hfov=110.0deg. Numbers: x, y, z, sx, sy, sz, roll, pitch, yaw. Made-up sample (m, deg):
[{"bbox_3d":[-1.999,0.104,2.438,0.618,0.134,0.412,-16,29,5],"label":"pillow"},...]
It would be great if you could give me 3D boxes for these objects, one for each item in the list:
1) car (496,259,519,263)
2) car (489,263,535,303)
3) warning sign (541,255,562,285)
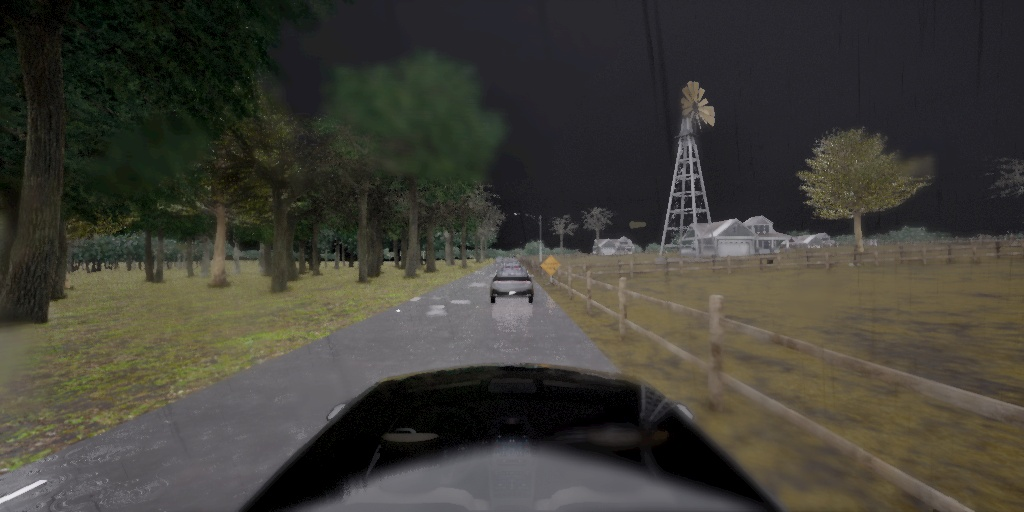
[{"bbox_3d":[0.000,1.239,31.500,2.128,1.511,4.902,0,0,0],"label":"car"},{"bbox_3d":[0.000,1.248,16.501,2.128,1.511,4.902,0,0,0],"label":"car"},{"bbox_3d":[2.450,0.867,22.313,1.300,1.860,1.060,0,0,0],"label":"warning sign"}]
